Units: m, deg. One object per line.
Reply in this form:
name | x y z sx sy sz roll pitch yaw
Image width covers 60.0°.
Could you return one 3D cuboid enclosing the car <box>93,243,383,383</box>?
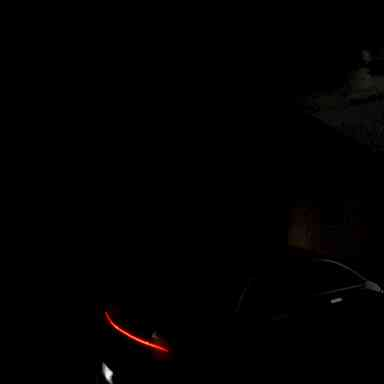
car | 1.164 1.488 4.608 4.892 1.490 1.837 0 0 -35
